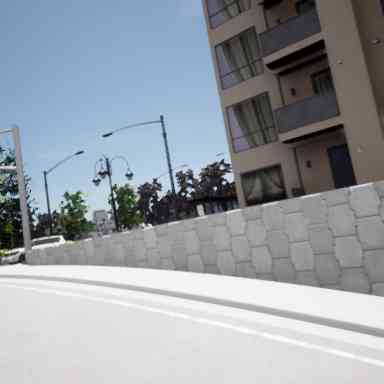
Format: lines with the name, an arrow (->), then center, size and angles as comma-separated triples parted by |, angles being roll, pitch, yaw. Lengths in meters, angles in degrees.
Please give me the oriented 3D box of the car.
car -> -14.114, 5.298, 30.310 | 2.150, 2.045, 5.566 | -14, -7, 35
